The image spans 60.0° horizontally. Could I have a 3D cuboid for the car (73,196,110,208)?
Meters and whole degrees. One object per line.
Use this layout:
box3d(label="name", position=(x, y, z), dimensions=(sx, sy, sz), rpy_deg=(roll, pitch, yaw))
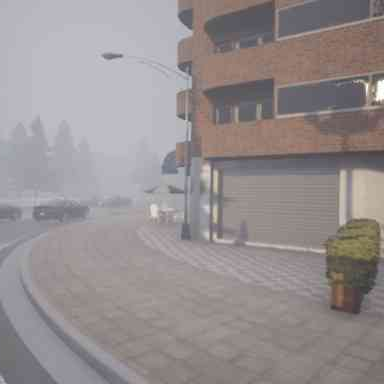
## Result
box3d(label="car", position=(-12.573, 1.212, 41.836), dimensions=(1.994, 1.385, 4.181), rpy_deg=(1, 0, 31))

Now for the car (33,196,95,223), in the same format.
box3d(label="car", position=(-9.095, 1.251, 23.542), dimensions=(1.882, 1.535, 5.008), rpy_deg=(0, 0, 9))

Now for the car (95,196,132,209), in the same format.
box3d(label="car", position=(-9.340, 1.194, 40.427), dimensions=(2.128, 1.511, 4.902), rpy_deg=(1, 0, 31))

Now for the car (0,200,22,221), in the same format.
box3d(label="car", position=(-12.881, 1.219, 21.214), dimensions=(2.128, 1.511, 4.902), rpy_deg=(1, 0, 3))
